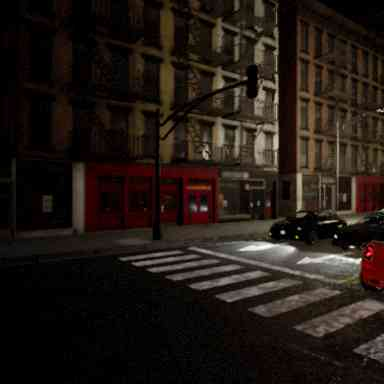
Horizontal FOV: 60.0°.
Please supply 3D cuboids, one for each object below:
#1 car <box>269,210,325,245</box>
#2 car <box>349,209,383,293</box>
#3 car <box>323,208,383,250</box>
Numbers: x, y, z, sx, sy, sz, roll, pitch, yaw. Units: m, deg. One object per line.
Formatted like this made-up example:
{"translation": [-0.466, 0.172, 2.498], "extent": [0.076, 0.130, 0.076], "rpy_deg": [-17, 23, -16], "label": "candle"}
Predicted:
{"translation": [5.566, 1.568, 15.633], "extent": [4.181, 1.385, 1.994], "rpy_deg": [0, 0, -36], "label": "car"}
{"translation": [5.913, 1.345, 7.656], "extent": [4.553, 1.767, 2.097], "rpy_deg": [0, 0, -35], "label": "car"}
{"translation": [7.778, 1.544, 13.215], "extent": [5.357, 1.411, 2.033], "rpy_deg": [0, 0, -36], "label": "car"}
